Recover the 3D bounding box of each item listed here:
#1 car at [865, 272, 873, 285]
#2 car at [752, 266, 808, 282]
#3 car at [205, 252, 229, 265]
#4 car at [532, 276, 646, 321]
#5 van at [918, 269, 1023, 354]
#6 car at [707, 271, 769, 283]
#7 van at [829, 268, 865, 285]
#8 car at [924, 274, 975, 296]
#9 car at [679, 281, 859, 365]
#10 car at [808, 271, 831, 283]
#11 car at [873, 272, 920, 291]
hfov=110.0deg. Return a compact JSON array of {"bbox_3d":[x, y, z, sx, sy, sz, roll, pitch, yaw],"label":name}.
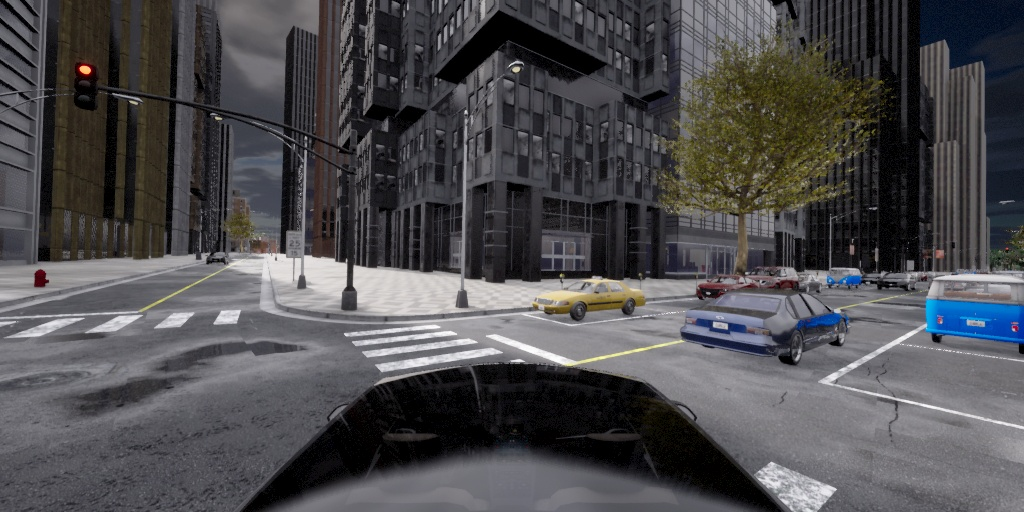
[{"bbox_3d":[37.820,2.398,37.540,4.313,1.339,1.948,0,0,-35],"label":"car"},{"bbox_3d":[16.116,1.574,22.444,5.009,1.841,2.192,0,0,-35],"label":"car"},{"bbox_3d":[-35.416,0.241,43.195,1.837,1.490,4.892,2,0,-35],"label":"car"},{"bbox_3d":[2.949,1.448,13.292,4.829,1.417,1.751,0,0,-35],"label":"car"},{"bbox_3d":[12.390,1.385,9.467,3.998,1.789,1.690,0,0,-35],"label":"van"},{"bbox_3d":[11.775,1.692,19.424,4.507,1.381,1.888,0,0,-35],"label":"car"},{"bbox_3d":[29.139,1.942,31.501,3.998,1.789,1.690,0,0,-35],"label":"van"},{"bbox_3d":[33.516,2.182,27.444,5.357,1.411,2.033,2,-1,-34],"label":"car"},{"bbox_3d":[6.167,1.469,8.503,5.357,1.411,2.033,1,-1,-35],"label":"car"},{"bbox_3d":[20.457,1.924,25.463,4.403,1.370,2.007,0,0,-35],"label":"car"},{"bbox_3d":[33.346,2.179,31.062,4.892,1.490,1.837,2,-1,-35],"label":"car"}]
